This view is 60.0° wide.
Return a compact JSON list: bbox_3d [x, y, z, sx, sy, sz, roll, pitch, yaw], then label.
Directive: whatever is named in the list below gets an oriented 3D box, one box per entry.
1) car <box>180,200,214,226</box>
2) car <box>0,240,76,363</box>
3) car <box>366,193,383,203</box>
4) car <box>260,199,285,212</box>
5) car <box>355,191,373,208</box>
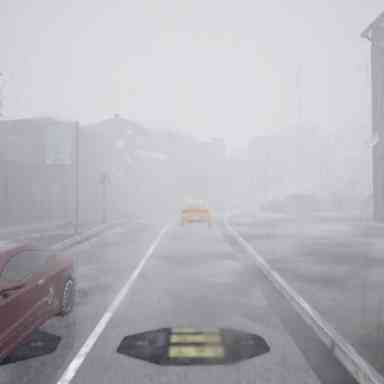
[{"bbox_3d":[0.382,1.270,21.511,1.882,1.535,5.008,0,1,4],"label":"car"},{"bbox_3d":[-3.095,1.482,4.655,1.812,1.442,4.674,1,0,0],"label":"car"},{"bbox_3d":[29.195,0.901,50.858,2.002,1.452,4.674,-3,-1,-12],"label":"car"},{"bbox_3d":[9.676,1.523,37.490,4.181,1.385,1.994,0,-2,-34],"label":"car"},{"bbox_3d":[21.041,0.832,36.566,2.435,2.045,5.566,-3,-1,-12],"label":"car"}]
